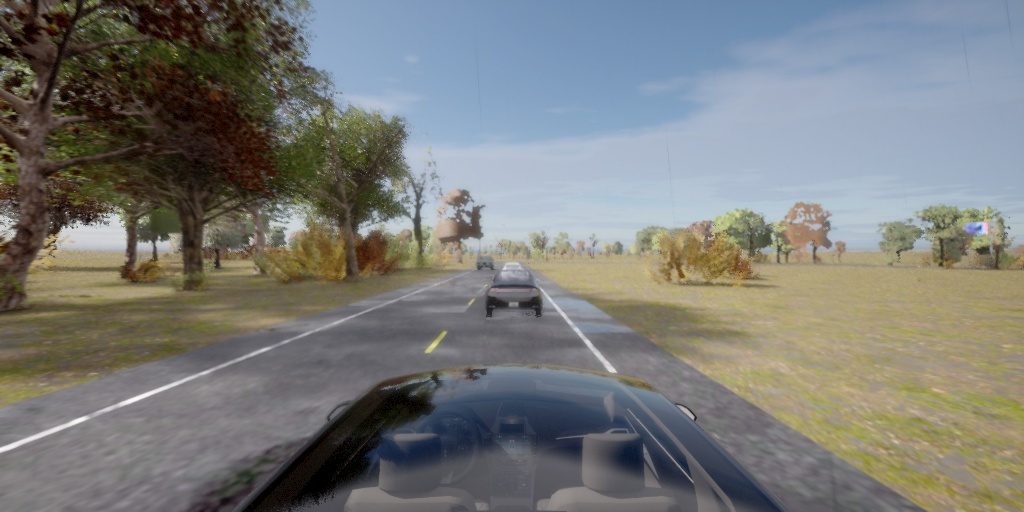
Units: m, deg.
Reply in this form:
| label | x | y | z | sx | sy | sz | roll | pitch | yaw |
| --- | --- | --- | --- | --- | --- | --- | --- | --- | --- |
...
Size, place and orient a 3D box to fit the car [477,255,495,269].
| label | x | y | z | sx | sy | sz | roll | pitch | yaw |
| --- | --- | --- | --- | --- | --- | --- | --- | --- | --- |
| car | -3.601 | 0.937 | 49.724 | 2.150 | 2.045 | 5.566 | 0 | 0 | 0 |

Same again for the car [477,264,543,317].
| label | x | y | z | sx | sy | sz | roll | pitch | yaw |
| --- | --- | --- | --- | --- | --- | --- | --- | --- | --- |
| car | 0.068 | 1.237 | 13.185 | 2.128 | 1.511 | 4.902 | 0 | 0 | 0 |
